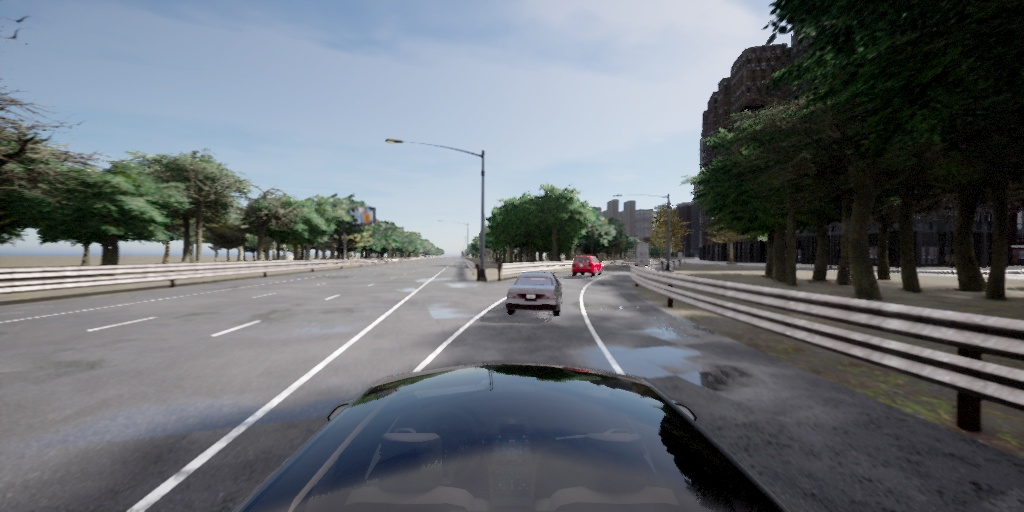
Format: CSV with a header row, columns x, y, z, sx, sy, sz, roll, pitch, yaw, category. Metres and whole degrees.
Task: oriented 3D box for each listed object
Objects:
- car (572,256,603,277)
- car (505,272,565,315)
x,y,z,sx,sy,sz,roll,pitch,yaw,category
7.622,1.038,36.080,2.150,2.045,5.566,0,0,24,car
0.978,1.307,13.649,2.033,1.411,5.357,0,0,9,car
